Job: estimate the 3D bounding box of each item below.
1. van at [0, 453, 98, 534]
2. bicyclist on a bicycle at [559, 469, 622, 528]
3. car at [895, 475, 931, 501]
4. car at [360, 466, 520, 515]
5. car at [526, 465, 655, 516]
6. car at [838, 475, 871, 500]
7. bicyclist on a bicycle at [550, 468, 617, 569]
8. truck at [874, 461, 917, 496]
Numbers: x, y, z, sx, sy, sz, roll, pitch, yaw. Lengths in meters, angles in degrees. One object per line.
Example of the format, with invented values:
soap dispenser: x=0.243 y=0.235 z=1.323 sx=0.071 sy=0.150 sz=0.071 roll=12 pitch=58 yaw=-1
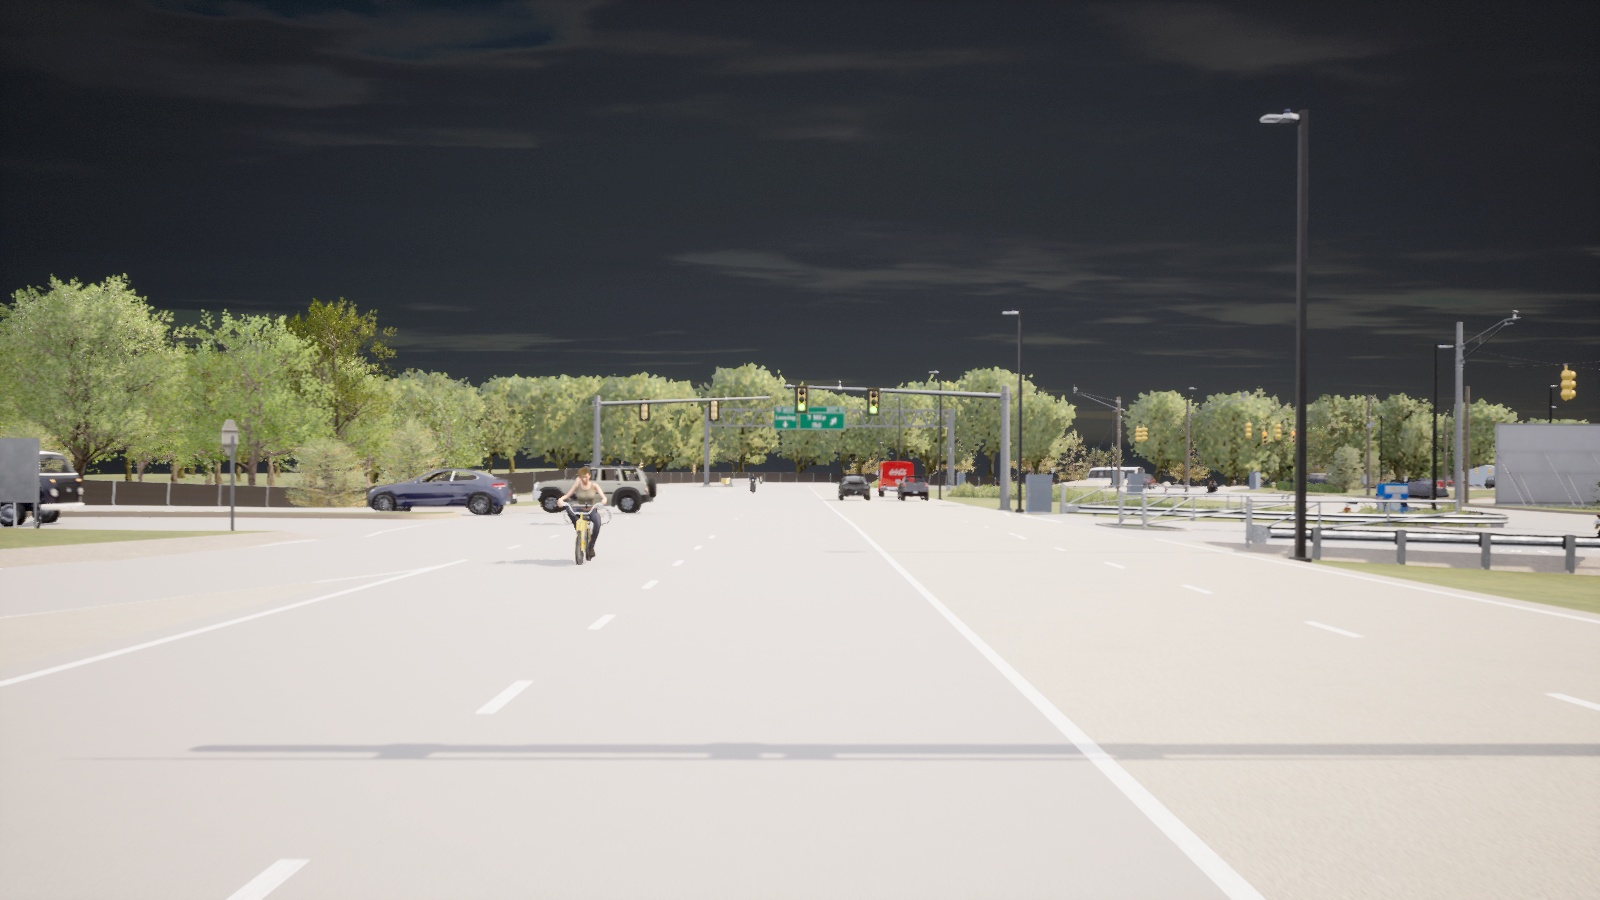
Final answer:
van: x=-21.256 y=1.130 z=32.952 sx=4.480 sy=2.038 sz=2.069 roll=-1 pitch=0 yaw=-1
bicyclist on a bicycle: x=-5.917 y=1.370 z=35.548 sx=1.509 sy=1.612 sz=0.866 roll=0 pitch=1 yaw=18
car: x=6.818 y=2.273 z=76.029 sx=1.845 sy=1.501 sz=3.633 roll=0 pitch=-1 yaw=0
car: x=-12.592 y=1.421 z=44.181 sx=5.027 sy=1.651 sz=2.152 roll=0 pitch=-2 yaw=0
car: x=-7.901 y=1.537 z=47.719 sx=4.605 sy=1.855 sz=1.932 roll=0 pitch=-2 yaw=-1
car: x=3.316 y=2.300 z=77.162 sx=1.837 sy=1.490 sz=4.892 roll=0 pitch=-1 yaw=0
bicyclist on a bicycle: x=-3.578 y=1.115 z=20.868 sx=0.866 sy=1.612 sz=1.509 roll=0 pitch=-1 yaw=-1
truck: x=6.784 y=2.032 z=89.537 sx=2.627 sy=2.467 sz=5.204 roll=0 pitch=-1 yaw=0
